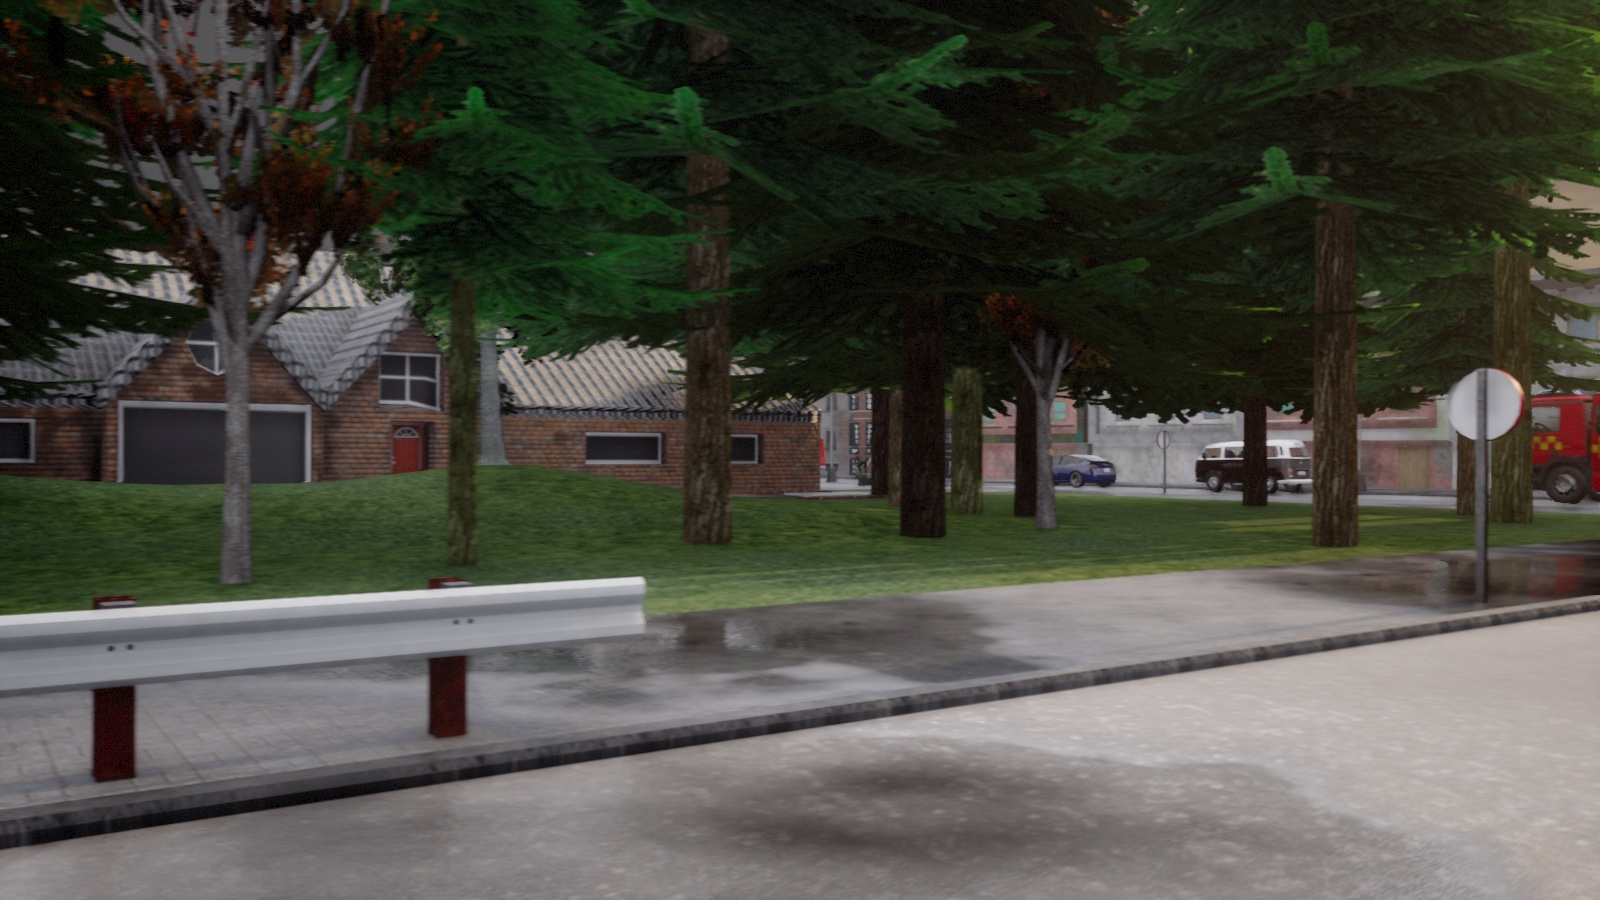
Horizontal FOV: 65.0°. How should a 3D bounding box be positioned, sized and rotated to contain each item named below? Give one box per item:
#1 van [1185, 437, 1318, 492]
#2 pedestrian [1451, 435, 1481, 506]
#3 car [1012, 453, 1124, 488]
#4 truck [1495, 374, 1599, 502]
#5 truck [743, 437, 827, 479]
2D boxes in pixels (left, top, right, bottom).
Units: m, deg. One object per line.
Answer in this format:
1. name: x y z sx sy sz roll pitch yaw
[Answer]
1. van: 17.547 0.574 48.947 2.069 2.038 4.480 0 -1 -35
2. pedestrian: 17.375 0.521 32.744 0.345 1.836 0.594 0 0 -35
3. car: 12.081 0.888 56.899 2.163 1.488 4.792 0 0 -35
4. truck: 25.682 -0.353 37.267 2.891 3.827 8.468 0 0 -33
5. truck: -0.944 0.476 75.822 2.627 2.467 5.204 0 0 -35
